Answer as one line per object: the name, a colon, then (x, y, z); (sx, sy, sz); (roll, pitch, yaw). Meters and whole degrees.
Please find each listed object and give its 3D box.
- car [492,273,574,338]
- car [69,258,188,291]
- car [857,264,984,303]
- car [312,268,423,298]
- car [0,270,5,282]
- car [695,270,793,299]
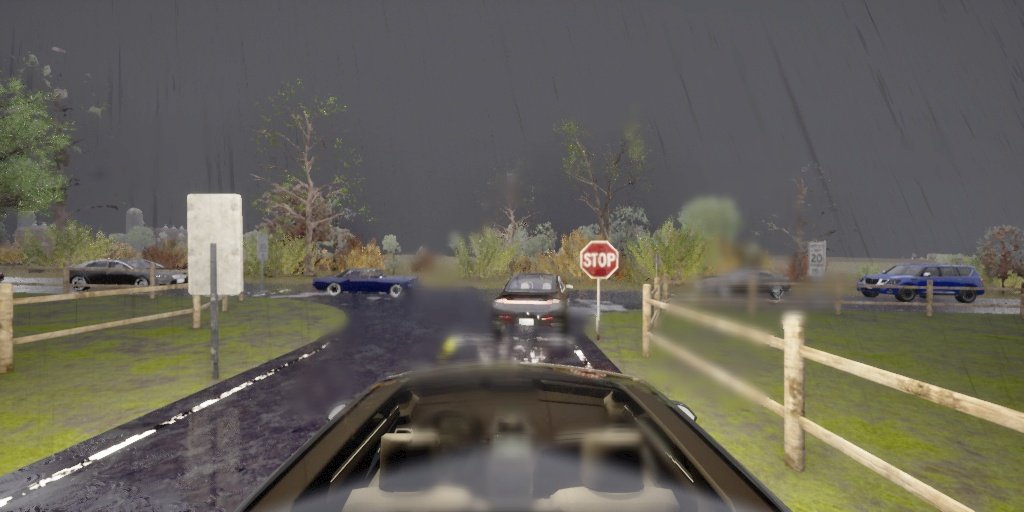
car: (0.713, 1.238, 10.285); (2.128, 1.511, 4.902); (0, 0, 9)
car: (-18.478, 0.882, 17.349); (4.902, 1.511, 2.128); (1, 1, 0)
car: (22.914, 1.463, 20.214); (5.566, 2.045, 2.150); (1, 1, 0)
car: (-6.810, 1.245, 17.323); (4.718, 1.301, 1.895); (1, 1, 0)
car: (-27.781, 0.715, 17.365); (4.674, 1.442, 1.812); (1, 1, 0)
car: (13.018, 1.521, 20.233); (4.902, 1.511, 2.128); (1, 1, 0)
